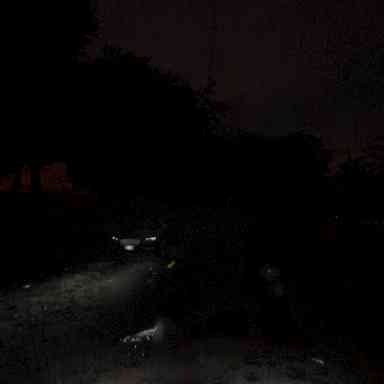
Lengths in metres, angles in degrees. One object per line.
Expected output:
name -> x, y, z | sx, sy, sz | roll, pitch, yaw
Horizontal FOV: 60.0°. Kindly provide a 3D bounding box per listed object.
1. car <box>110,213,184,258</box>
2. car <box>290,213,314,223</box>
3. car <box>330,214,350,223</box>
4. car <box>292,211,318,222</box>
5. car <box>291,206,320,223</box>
car -> -1.596, 1.599, 13.305 | 2.128, 1.511, 4.902 | -1, -1, 11
car -> 16.849, 4.024, 50.834 | 1.994, 1.385, 4.181 | -5, -8, 41
car -> 24.265, 4.360, 54.486 | 1.837, 1.490, 4.892 | -6, -8, 44
car -> 14.843, 3.271, 43.518 | 1.994, 1.385, 4.181 | -4, -7, 37
car -> 10.835, 2.101, 31.259 | 1.970, 1.475, 3.806 | -3, -5, 27
